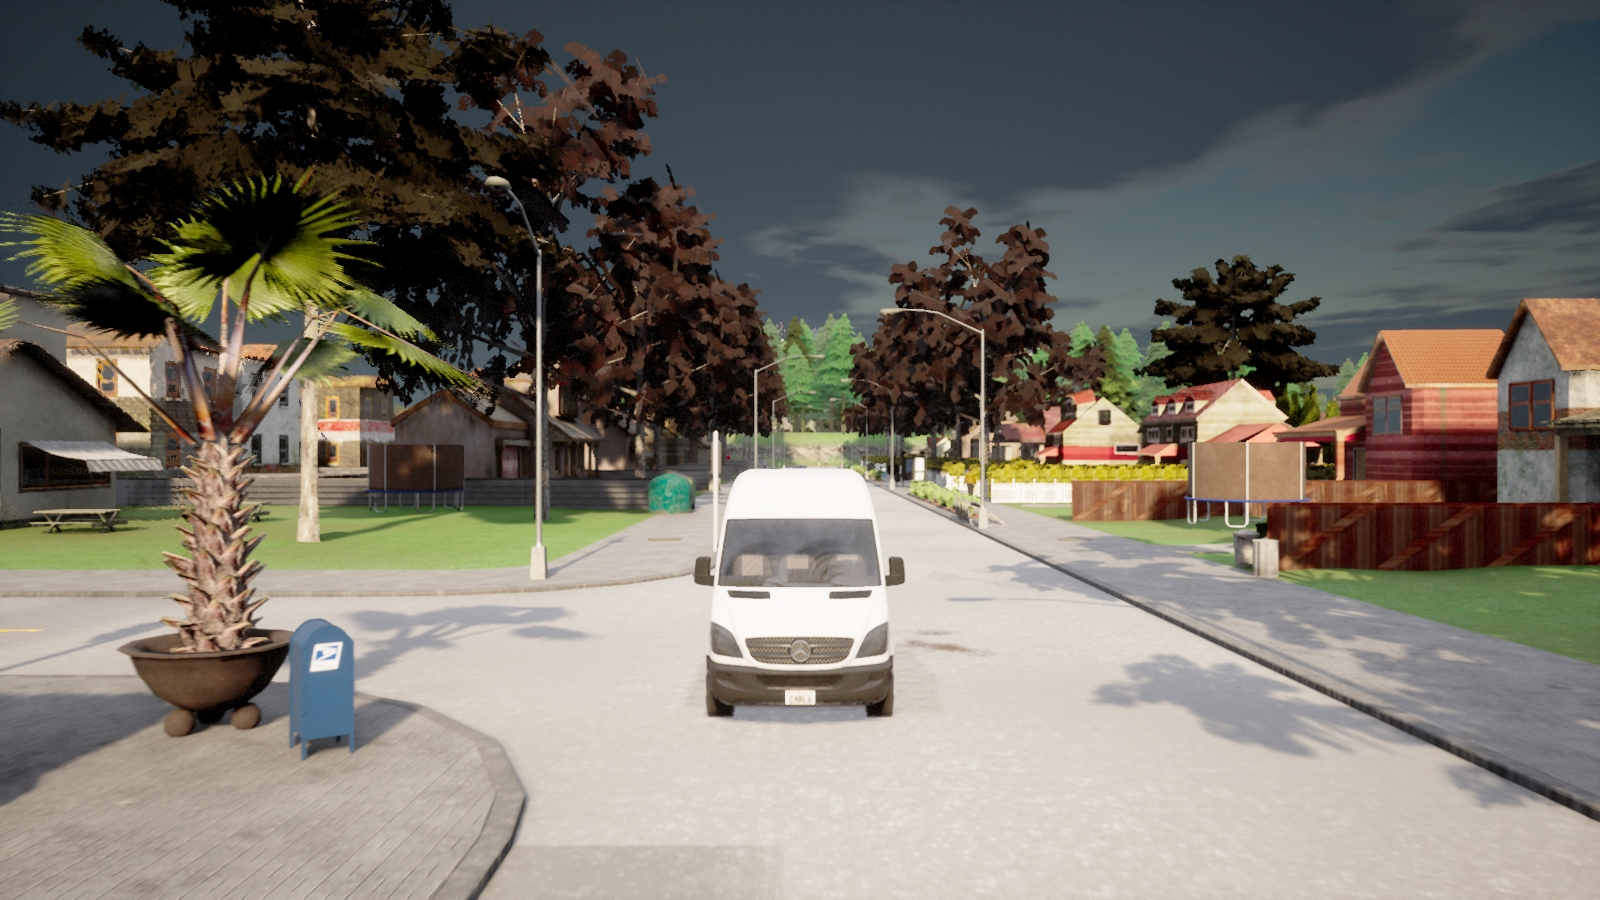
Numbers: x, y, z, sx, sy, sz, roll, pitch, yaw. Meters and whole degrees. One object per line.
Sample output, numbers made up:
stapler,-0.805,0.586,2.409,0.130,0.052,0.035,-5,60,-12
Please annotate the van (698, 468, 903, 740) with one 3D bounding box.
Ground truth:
van,0.004,1.543,14.059,1.988,2.561,5.915,0,0,0

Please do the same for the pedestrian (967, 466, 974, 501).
pedestrian,9.175,1.778,61.452,0.375,1.860,0.375,0,0,5
